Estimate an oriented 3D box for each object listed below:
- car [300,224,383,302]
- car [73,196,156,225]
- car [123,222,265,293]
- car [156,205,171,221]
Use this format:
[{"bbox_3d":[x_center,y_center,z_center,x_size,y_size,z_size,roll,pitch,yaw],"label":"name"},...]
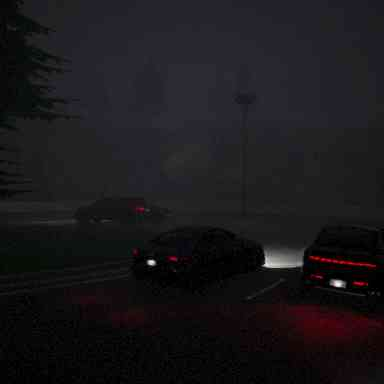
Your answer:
[{"bbox_3d":[4.242,1.610,8.698,1.837,1.490,4.892,2,1,33],"label":"car"},{"bbox_3d":[-5.817,1.336,24.285,5.566,2.045,2.150,1,-1,13],"label":"car"},{"bbox_3d":[0.335,1.633,9.238,1.994,1.385,4.181,1,0,40],"label":"car"},{"bbox_3d":[-4.024,1.680,27.301,4.674,1.442,1.812,0,-1,18],"label":"car"}]
